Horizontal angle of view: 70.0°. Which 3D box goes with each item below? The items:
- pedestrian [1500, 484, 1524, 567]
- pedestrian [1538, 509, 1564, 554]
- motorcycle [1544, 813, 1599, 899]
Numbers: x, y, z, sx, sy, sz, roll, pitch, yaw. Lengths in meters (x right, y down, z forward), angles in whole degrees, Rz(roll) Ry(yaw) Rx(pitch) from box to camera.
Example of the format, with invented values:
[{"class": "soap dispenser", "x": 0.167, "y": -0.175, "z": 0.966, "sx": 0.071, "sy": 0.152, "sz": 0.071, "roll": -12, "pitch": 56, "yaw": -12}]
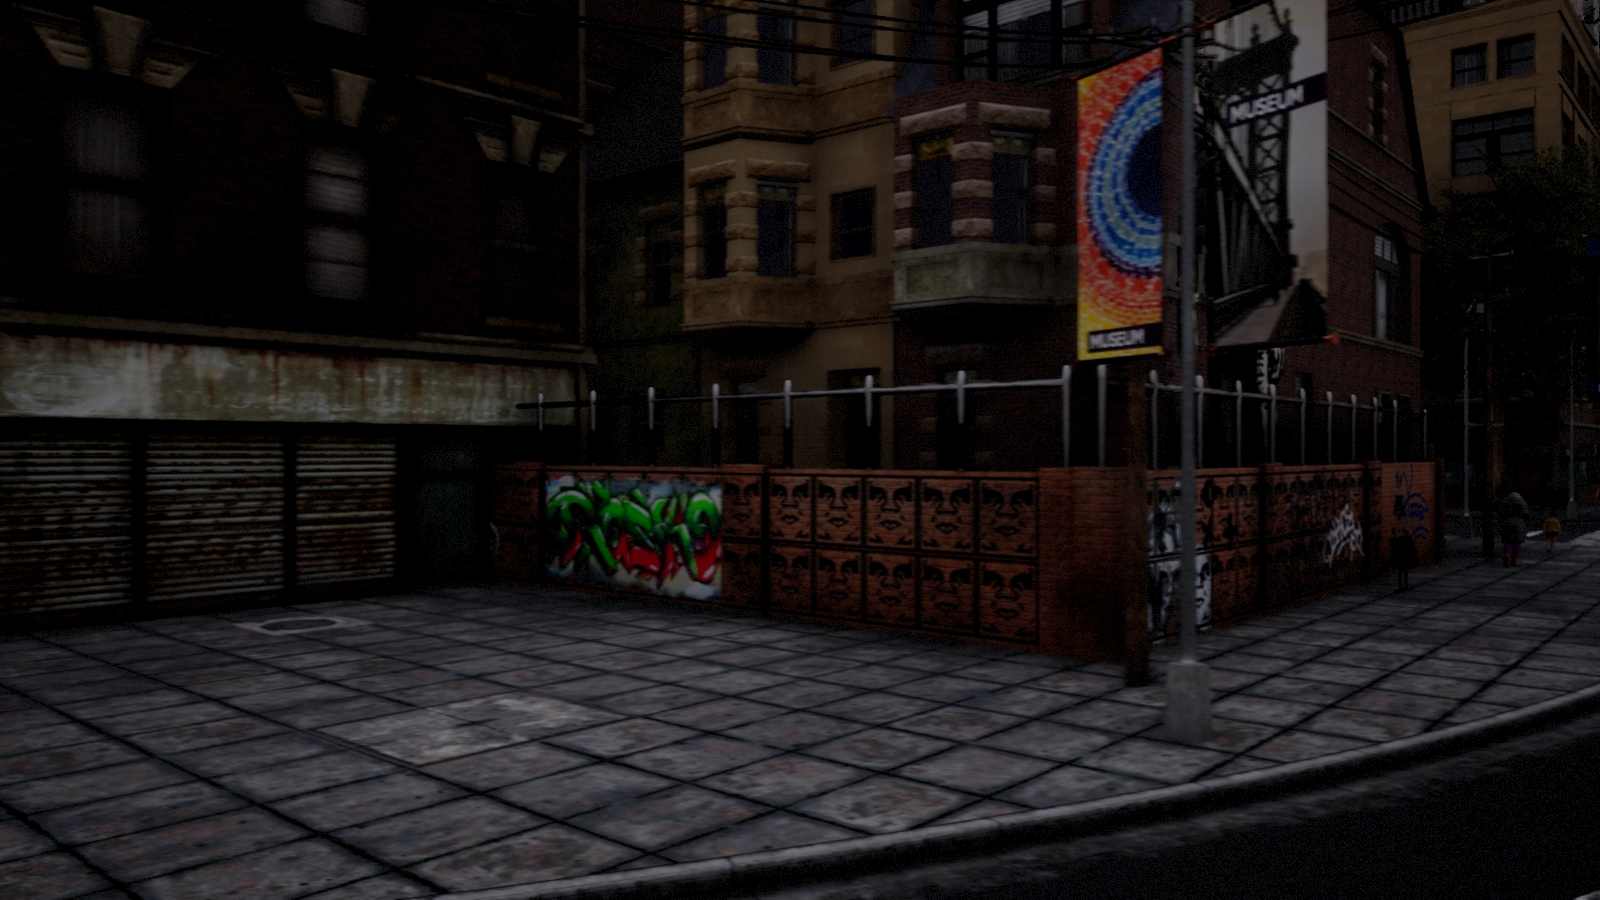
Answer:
[{"class": "pedestrian", "x": 16.171, "y": 1.700, "z": 25.952, "sx": 0.375, "sy": 1.860, "sz": 0.375, "roll": 0, "pitch": 0, "yaw": -42}, {"class": "pedestrian", "x": 19.171, "y": 2.080, "z": 29.163, "sx": 0.500, "sy": 1.100, "sz": 0.500, "roll": 0, "pitch": 0, "yaw": 41}, {"class": "motorcycle", "x": 4.338, "y": 2.214, "z": 5.089, "sx": 2.033, "sy": 1.145, "sz": 0.803, "roll": 0, "pitch": -1, "yaw": -27}]
